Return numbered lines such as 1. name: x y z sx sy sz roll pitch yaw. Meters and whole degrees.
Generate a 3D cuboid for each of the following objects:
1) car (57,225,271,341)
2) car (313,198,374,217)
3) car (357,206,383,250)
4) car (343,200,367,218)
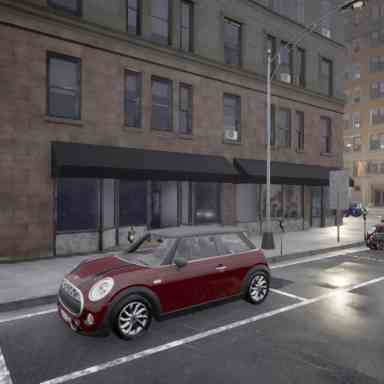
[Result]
1. car: -0.411 1.441 6.473 4.097 1.590 1.967 0 0 -36
2. car: 14.453 1.416 32.055 2.128 1.511 4.902 1 0 -36
3. car: 8.516 1.445 12.879 4.097 1.590 1.967 0 0 -36
4. car: 12.325 1.123 29.458 2.150 2.045 5.566 1 0 -36
